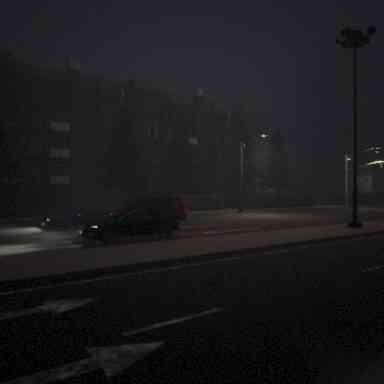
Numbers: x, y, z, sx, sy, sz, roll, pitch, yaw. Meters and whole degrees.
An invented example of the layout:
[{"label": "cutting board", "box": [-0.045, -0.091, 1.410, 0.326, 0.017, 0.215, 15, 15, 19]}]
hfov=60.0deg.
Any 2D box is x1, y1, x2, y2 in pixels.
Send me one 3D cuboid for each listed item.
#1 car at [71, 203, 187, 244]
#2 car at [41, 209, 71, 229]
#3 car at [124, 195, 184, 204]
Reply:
[{"label": "car", "box": [-2.892, 1.508, 16.046, 4.902, 1.511, 2.128, 0, 0, -35]}, {"label": "car", "box": [-6.893, 1.564, 21.794, 5.357, 1.411, 2.033, 0, 0, -36]}, {"label": "car", "box": [-2.908, 1.241, 20.330, 5.566, 2.045, 2.150, 0, 0, -36]}]
